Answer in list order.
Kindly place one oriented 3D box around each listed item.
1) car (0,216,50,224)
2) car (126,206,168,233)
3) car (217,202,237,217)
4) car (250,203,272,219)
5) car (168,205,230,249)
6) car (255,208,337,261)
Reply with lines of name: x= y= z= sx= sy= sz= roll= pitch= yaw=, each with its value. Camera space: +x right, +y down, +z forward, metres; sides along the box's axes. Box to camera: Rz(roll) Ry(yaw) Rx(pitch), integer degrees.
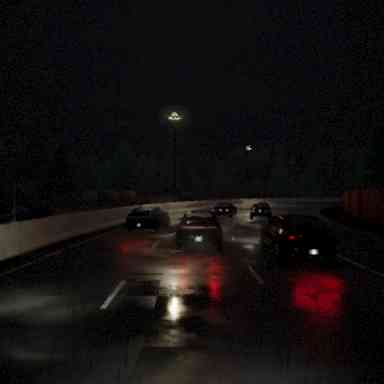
car: x=-9.944 y=1.541 z=19.925 sx=1.812 sy=1.442 sz=4.674 roll=0 pitch=0 yaw=6
car: x=-2.594 y=1.592 z=20.422 sx=2.128 sy=1.511 sz=4.902 roll=0 pitch=0 yaw=7
car: x=3.273 y=1.710 z=32.919 sx=2.033 sy=1.411 sz=5.357 roll=0 pitch=0 yaw=15
car: x=6.444 y=1.701 z=31.089 sx=2.033 sy=1.411 sz=5.357 roll=0 pitch=0 yaw=14
car: x=0.393 y=1.565 z=14.848 sx=2.128 sy=1.511 sz=4.902 roll=0 pitch=0 yaw=4
car: x=3.771 y=1.568 z=12.498 sx=1.837 sy=1.490 sz=4.892 roll=0 pitch=0 yaw=2
